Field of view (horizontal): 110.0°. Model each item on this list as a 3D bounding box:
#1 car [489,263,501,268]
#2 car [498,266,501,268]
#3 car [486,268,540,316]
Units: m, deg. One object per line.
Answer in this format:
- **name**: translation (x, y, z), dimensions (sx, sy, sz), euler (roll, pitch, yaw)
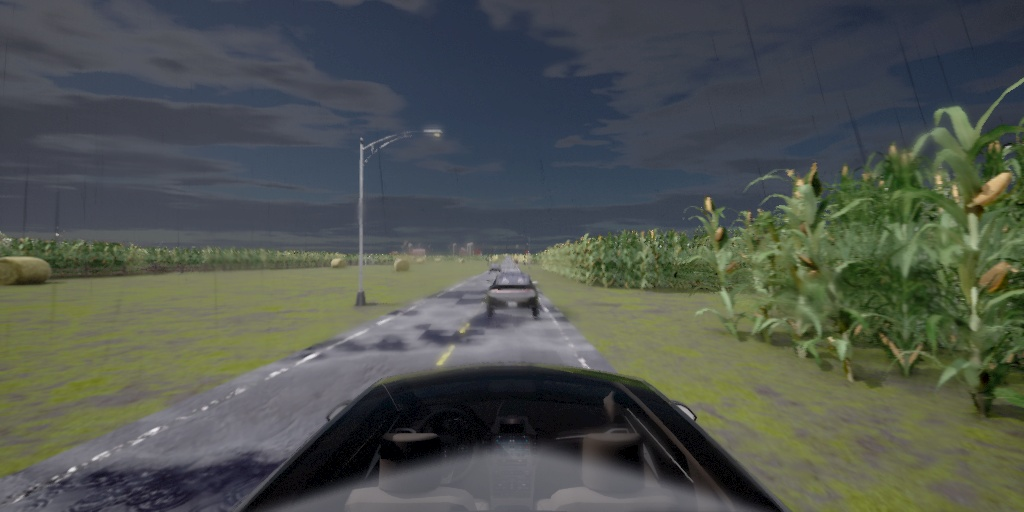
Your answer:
- **car**: translation (-2.808, 1.917, 59.788), dimensions (1.837, 1.490, 4.892), euler (0, 0, 0)
- **car**: translation (0.037, 1.682, 28.512), dimensions (1.895, 1.301, 4.718), euler (0, -1, 1)
- **car**: translation (0.046, 1.401, 14.126), dimensions (2.128, 1.511, 4.902), euler (0, -1, 0)
